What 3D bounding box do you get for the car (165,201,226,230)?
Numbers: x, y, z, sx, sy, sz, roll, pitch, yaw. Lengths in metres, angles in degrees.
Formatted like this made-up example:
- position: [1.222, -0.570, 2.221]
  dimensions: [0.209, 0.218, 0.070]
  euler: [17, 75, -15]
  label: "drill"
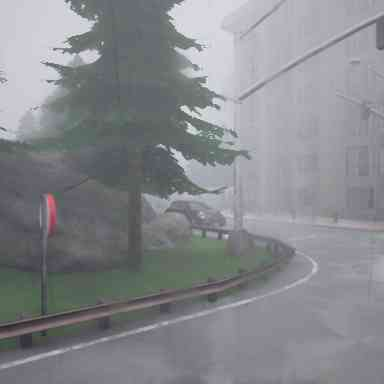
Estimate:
- position: [0.134, 1.357, 21.407]
  dimensions: [2.097, 1.767, 4.553]
  euler: [0, 0, -36]
  label: "car"
